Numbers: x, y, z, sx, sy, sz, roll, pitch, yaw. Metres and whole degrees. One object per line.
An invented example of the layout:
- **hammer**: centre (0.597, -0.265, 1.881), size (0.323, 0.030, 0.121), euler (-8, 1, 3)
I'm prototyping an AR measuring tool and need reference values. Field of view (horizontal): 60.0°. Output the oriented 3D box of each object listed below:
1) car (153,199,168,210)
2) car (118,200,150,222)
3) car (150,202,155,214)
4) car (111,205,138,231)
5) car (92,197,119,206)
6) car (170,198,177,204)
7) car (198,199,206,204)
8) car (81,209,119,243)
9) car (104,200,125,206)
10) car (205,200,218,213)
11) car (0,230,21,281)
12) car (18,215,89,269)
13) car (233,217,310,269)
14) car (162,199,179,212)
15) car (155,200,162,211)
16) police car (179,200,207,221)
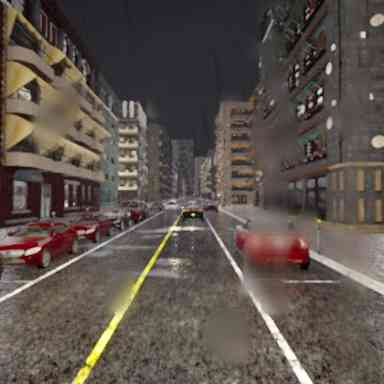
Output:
- **car**: centre (-5.262, 2.065, 56.064), size (1.967, 1.590, 4.097), euler (1, -1, 0)
- **car**: centre (-5.278, 1.633, 28.322), size (2.192, 1.841, 5.009), euler (1, -1, 0)
- **car**: centre (-5.276, 1.946, 33.868), size (1.947, 1.339, 4.313), euler (1, -1, 0)
- **car**: centre (-5.286, 1.808, 22.771), size (2.008, 1.369, 4.403), euler (1, -1, 0)
- **car**: centre (-17.500, 1.987, 67.588), size (5.009, 1.841, 2.192), euler (0, -1, 0)
- **car**: centre (-5.220, 2.568, 94.104), size (1.752, 1.417, 4.829), euler (1, -1, 0)
- **car**: centre (2.655, 2.533, 88.625), size (2.008, 1.369, 4.403), euler (1, -1, 0)
- **car**: centre (-5.291, 1.777, 17.222), size (1.802, 1.307, 4.206), euler (1, -1, 0)
- **car**: centre (-17.555, 2.421, 75.460), size (4.313, 1.339, 1.947), euler (0, -1, 0)
- **car**: centre (2.615, 2.085, 44.980), size (1.802, 1.307, 4.206), euler (1, -1, 0)
- **car**: centre (-5.301, 1.637, 6.125), size (1.947, 1.339, 4.313), euler (1, -1, 0)
- **car**: centre (-5.296, 1.715, 11.673), size (1.802, 1.307, 4.206), euler (1, -1, 0)
- **car**: centre (2.586, 1.573, 11.689), size (1.967, 1.590, 4.097), euler (1, -1, 0)
- **car**: centre (-2.770, 2.045, 46.473), size (1.812, 1.442, 4.674), euler (0, -1, 0)
- **car**: centre (-5.265, 2.146, 50.513), size (1.802, 1.307, 4.206), euler (1, -1, 0)
- **police car**: centre (0.118, 1.858, 31.553), size (2.038, 1.542, 4.974), euler (0, -1, 0)
